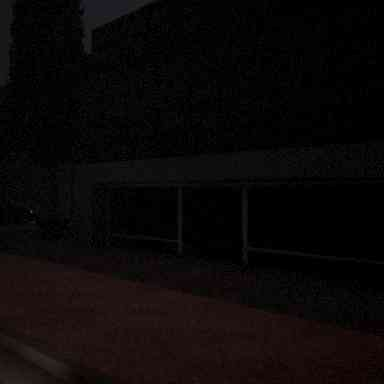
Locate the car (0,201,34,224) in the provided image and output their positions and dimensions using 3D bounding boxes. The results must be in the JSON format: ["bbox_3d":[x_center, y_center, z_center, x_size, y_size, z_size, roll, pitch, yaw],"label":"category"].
[{"bbox_3d":[-13.198,1.346,22.584,2.097,1.767,4.553,0,0,36],"label":"car"}]
